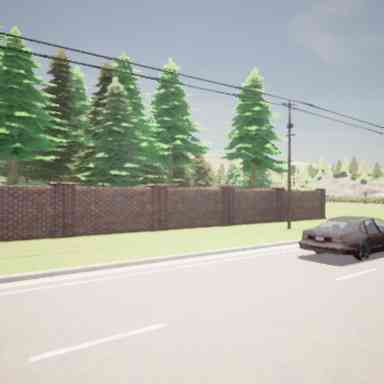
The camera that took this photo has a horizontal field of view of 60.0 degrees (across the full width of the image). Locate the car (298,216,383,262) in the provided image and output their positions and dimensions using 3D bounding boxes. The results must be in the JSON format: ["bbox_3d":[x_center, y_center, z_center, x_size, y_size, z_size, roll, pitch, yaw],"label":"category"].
[{"bbox_3d":[6.296,1.622,12.537,5.357,1.411,2.033,0,0,-35],"label":"car"}]
